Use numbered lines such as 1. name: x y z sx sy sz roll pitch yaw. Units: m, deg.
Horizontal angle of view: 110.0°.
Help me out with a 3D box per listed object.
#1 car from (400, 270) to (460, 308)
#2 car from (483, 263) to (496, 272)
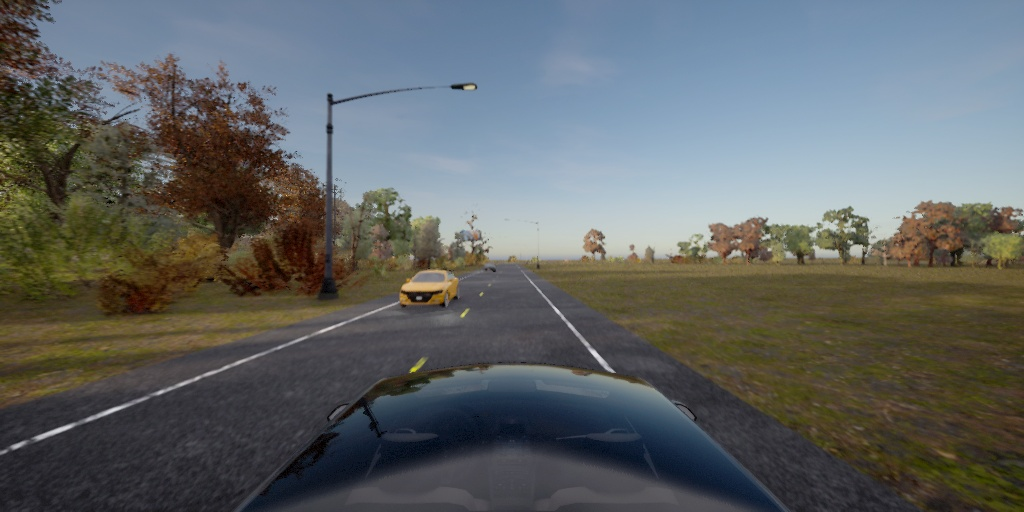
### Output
1. car: -3.604 1.383 16.413 1.882 1.535 5.008 0 -1 0
2. car: -3.571 1.819 57.598 1.882 1.535 5.008 0 -1 0
